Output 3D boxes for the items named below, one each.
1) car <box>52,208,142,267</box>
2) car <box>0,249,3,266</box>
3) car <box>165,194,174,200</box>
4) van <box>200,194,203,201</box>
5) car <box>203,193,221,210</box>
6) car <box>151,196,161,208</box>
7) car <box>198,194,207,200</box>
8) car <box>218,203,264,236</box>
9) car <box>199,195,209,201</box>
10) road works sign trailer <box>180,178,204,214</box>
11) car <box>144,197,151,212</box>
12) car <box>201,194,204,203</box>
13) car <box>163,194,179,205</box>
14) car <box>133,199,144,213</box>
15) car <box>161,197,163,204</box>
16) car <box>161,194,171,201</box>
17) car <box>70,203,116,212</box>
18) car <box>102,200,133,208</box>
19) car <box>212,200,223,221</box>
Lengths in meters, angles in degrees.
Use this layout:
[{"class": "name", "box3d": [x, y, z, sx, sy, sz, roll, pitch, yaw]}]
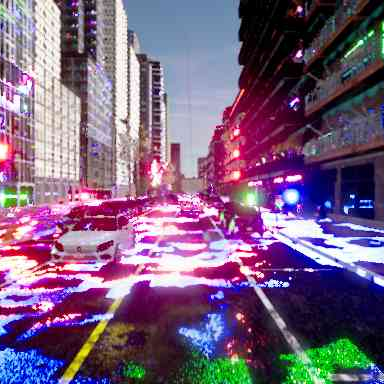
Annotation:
[{"class": "car", "box3d": [-3.100, 1.480, 11.436, 1.812, 1.442, 4.674, 0, 0, 0]}, {"class": "car", "box3d": [-5.691, 1.499, 6.484, 1.752, 1.417, 4.829, 0, 0, 0]}, {"class": "car", "box3d": [-5.692, 1.267, 84.111, 1.887, 1.381, 4.507, 0, 0, 0]}, {"class": "van", "box3d": [2.688, 1.140, 56.446, 1.690, 1.788, 3.998, 0, 0, 0]}, {"class": "car", "box3d": [2.689, 1.291, 39.849, 1.967, 1.590, 4.097, 0, 0, 0]}, {"class": "car", "box3d": [-5.692, 1.359, 45.212, 1.752, 1.417, 4.829, 0, 0, 0]}, {"class": "car", "box3d": [2.688, 1.273, 84.111, 2.008, 1.369, 4.403, 0, 0, 0]}, {"class": "car", "box3d": [2.690, 1.481, 17.719, 2.008, 1.369, 4.403, 0, 0, 0]}, {"class": "car", "box3d": [2.688, 1.302, 73.045, 2.008, 1.369, 4.403, 0, 0, 0]}, {"class": "road works sign trailer", "box3d": [-0.001, 0.337, 33.514, 2.380, 3.560, 2.880, 0, 0, 0]}, {"class": "car", "box3d": [-5.692, 1.415, 34.316, 1.887, 1.381, 4.507, 0, 0, 0]}, {"class": "car", "box3d": [2.688, 1.398, 50.915, 1.802, 1.307, 4.206, 0, 0, 0]}, {"class": "car", "box3d": [-3.066, 1.337, 52.595, 1.812, 1.442, 4.674, 0, 0, 0]}, {"class": "car", "box3d": [-5.691, 1.441, 28.784, 2.008, 1.369, 4.403, 0, 0, 0]}, {"class": "car", "box3d": [-5.692, 1.382, 56.448, 1.802, 1.307, 4.206, 0, 0, 0]}, {"class": "car", "box3d": [-5.692, 1.277, 72.875, 1.752, 1.417, 4.829, 0, 0, 0]}, {"class": "car", "box3d": [-5.691, 1.482, 17.720, 2.008, 1.369, 4.403, 0, 0, 0]}, {"class": "car", "box3d": [-5.691, 1.350, 23.252, 1.967, 1.590, 4.097, 0, 0, 0]}, {"class": "car", "box3d": [2.689, 1.460, 23.252, 2.008, 1.369, 4.403, 0, 0, 0]}]
